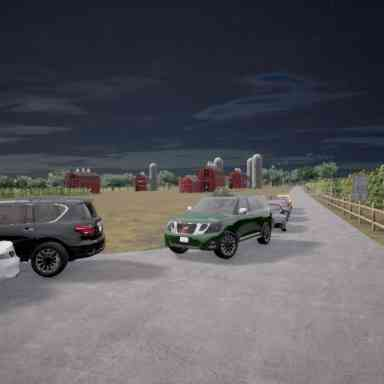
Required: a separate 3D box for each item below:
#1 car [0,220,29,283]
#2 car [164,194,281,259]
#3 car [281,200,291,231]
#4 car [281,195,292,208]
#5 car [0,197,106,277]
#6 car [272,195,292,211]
[{"bbox_3d":[-6.100,1.612,6.674,4.674,1.442,1.812,-2,2,-38],"label":"car"},{"bbox_3d":[1.289,1.108,12.679,2.150,2.045,5.566,0,0,34],"label":"car"},{"bbox_3d":[4.401,1.380,19.005,1.994,1.385,4.181,0,0,17],"label":"car"},{"bbox_3d":[6.248,1.235,24.741,1.882,1.535,5.008,0,0,18],"label":"car"},{"bbox_3d":[-5.372,1.227,9.601,5.566,2.045,2.150,-1,1,-4],"label":"car"},{"bbox_3d":[9.976,1.110,36.492,1.882,1.535,5.008,0,0,18],"label":"car"}]
